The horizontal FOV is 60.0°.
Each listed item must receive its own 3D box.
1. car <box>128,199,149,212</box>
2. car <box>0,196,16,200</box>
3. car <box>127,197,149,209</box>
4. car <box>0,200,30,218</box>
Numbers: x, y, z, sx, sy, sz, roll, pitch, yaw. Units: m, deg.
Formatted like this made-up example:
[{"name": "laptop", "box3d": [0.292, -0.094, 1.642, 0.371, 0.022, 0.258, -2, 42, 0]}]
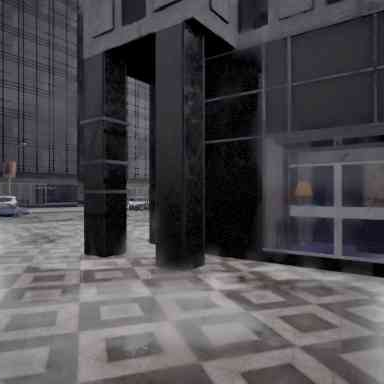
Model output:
[{"name": "car", "box3d": [-6.291, 2.036, 46.384, 1.994, 1.385, 4.181, 0, -1, 36]}, {"name": "car", "box3d": [-20.099, 1.441, 32.826, 2.150, 2.045, 5.566, 0, 0, 36]}, {"name": "car", "box3d": [-8.375, 1.717, 49.053, 2.150, 2.045, 5.566, 0, -1, 36]}, {"name": "car", "box3d": [-17.829, 1.754, 30.425, 2.033, 1.411, 5.357, 0, -1, 36]}]
